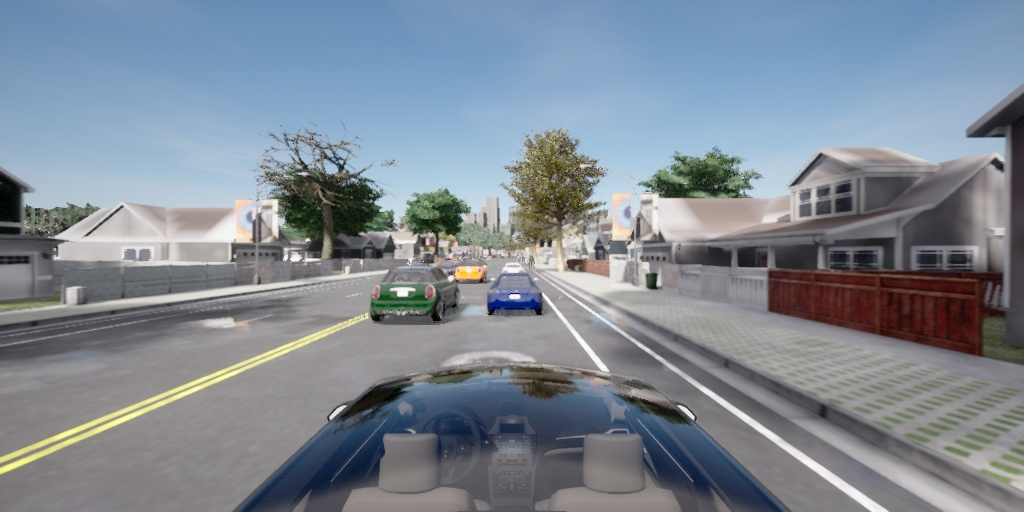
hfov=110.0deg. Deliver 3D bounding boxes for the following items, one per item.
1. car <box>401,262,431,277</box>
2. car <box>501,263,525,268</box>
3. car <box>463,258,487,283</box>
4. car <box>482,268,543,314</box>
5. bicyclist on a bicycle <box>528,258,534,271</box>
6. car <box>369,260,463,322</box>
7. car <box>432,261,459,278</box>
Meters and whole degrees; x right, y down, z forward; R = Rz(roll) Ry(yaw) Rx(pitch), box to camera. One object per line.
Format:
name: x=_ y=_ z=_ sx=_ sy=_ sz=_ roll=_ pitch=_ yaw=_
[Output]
car: x=-9.827 y=1.332 z=37.161 sx=1.994 sy=1.385 sz=4.181 roll=0 pitch=0 yaw=0
car: x=0.115 y=1.289 z=29.579 sx=1.812 sy=1.442 sz=4.674 roll=0 pitch=0 yaw=0
car: x=-3.146 y=1.115 z=28.361 sx=2.097 sy=1.767 sz=4.553 roll=0 pitch=0 yaw=0
car: x=0.099 y=1.320 z=13.873 sx=1.994 sy=1.385 sz=4.181 roll=0 pitch=0 yaw=0
bicyclist on a bicycle: x=2.267 y=1.020 z=44.510 sx=0.582 sy=1.620 sz=1.656 roll=0 pitch=0 yaw=0
car: x=-3.154 y=1.108 z=12.474 sx=2.097 sy=1.767 sz=4.553 roll=0 pitch=0 yaw=0
car: x=-6.580 y=1.293 z=35.878 sx=1.812 sy=1.442 sz=4.674 roll=0 pitch=0 yaw=0
